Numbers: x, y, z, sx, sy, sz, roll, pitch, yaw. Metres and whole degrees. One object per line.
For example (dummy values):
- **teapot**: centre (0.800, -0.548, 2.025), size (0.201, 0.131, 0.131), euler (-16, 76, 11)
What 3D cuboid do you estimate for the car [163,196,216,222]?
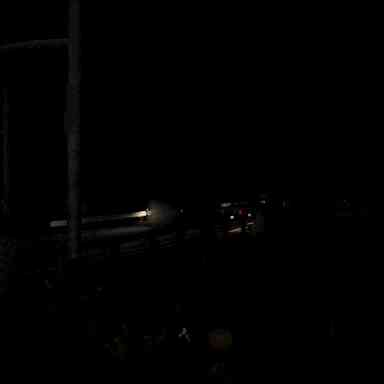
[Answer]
- **car**: centre (0.117, 1.091, 22.924), size (2.128, 1.511, 4.902), euler (0, 3, 41)

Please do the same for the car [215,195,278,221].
- **car**: centre (3.849, 1.133, 21.594), size (1.895, 1.301, 4.718), euler (0, 2, 41)

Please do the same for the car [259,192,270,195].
- **car**: centre (6.993, 0.778, 30.623), size (1.882, 1.535, 5.008), euler (0, 1, 42)
